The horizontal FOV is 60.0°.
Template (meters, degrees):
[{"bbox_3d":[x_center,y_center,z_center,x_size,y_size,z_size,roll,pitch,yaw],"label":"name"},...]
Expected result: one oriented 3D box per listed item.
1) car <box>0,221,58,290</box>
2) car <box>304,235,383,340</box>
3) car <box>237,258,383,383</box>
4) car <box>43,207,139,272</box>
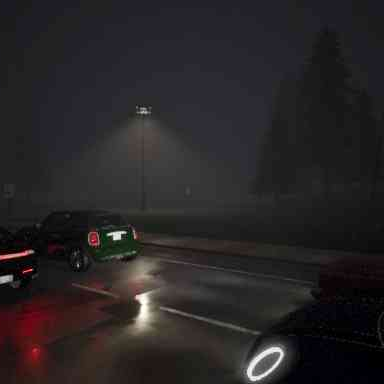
[{"bbox_3d":[-5.611,1.491,7.893,4.902,1.511,2.128,0,0,36],"label":"car"},{"bbox_3d":[4.413,1.601,5.141,4.718,1.301,1.895,0,0,36],"label":"car"},{"bbox_3d":[2.552,1.353,2.169,4.553,1.767,2.097,0,0,36],"label":"car"},{"bbox_3d":[-3.925,1.352,10.992,4.553,1.767,2.097,0,0,36],"label":"car"}]
